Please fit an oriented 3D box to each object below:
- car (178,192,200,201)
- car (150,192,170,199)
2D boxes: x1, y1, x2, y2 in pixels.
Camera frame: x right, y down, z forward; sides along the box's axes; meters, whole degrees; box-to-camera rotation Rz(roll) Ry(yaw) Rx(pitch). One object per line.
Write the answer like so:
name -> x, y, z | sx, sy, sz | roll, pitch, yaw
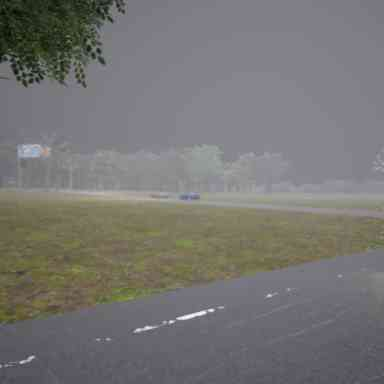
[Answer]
car -> -0.526, 0.800, 58.849 | 1.882, 1.535, 5.008 | 2, 0, -35
car -> -6.558, 0.680, 67.343 | 2.033, 1.411, 5.357 | 2, 0, -35
